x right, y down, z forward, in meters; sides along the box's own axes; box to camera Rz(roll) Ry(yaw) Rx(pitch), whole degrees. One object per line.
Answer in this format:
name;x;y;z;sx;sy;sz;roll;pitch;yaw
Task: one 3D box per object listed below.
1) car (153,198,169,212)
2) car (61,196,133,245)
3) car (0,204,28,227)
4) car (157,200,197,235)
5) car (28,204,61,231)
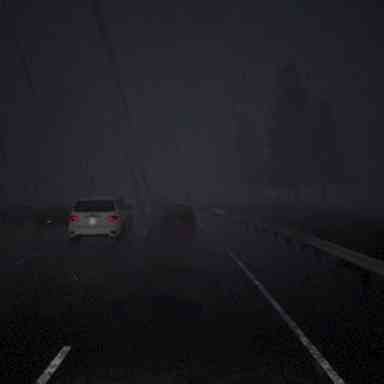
car;-3.282;1.394;36.824;1.882;1.535;5.008;0;0;-10
car;-4.106;1.195;15.669;2.150;2.045;5.566;0;0;-5
car;-11.753;1.511;22.215;1.812;1.442;4.674;0;0;-6
car;-0.850;1.432;18.690;1.882;1.535;5.008;0;0;-5
car;-8.068;1.453;20.662;1.882;1.535;5.008;0;0;-6
